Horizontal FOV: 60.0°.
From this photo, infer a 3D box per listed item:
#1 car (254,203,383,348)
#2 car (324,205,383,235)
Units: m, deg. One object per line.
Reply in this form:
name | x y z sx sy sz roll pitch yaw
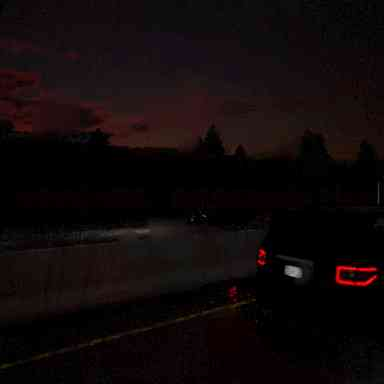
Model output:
car | 3.640 1.231 6.340 5.566 2.045 2.150 0 0 -35
car | 10.394 1.572 19.995 5.357 1.411 2.033 0 0 -35
